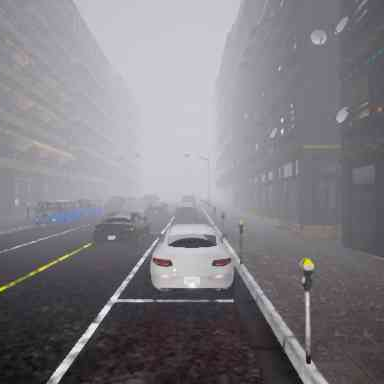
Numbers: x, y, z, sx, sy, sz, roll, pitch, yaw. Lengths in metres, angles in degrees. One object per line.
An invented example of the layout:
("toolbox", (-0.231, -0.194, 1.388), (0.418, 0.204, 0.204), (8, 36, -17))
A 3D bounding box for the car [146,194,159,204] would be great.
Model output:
("car", (-8.313, 1.470, 70.529), (2.192, 1.841, 5.009), (1, 0, 0))

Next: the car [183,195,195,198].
("car", (-0.427, 1.490, 37.286), (1.967, 1.590, 4.097), (1, 0, 0))

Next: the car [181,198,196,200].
("car", (-0.436, 1.582, 31.754), (1.887, 1.381, 4.507), (1, 0, 0))

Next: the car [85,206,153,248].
("car", (-3.020, 1.544, 14.786), (1.812, 1.442, 4.674), (0, 0, 0))

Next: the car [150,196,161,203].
("car", (-8.319, 1.724, 76.059), (1.887, 1.381, 4.507), (1, 0, 0))

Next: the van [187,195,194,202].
("van", (-0.469, 1.575, 87.068), (1.690, 1.788, 3.998), (1, 0, 0))

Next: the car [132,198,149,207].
("car", (-8.318, 1.660, 53.938), (1.947, 1.339, 4.313), (1, 0, 0))

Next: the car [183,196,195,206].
("car", (-0.469, 1.553, 59.411), (1.967, 1.590, 4.097), (1, 0, 0))

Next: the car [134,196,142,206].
("car", (-8.311, 1.378, 42.876), (2.192, 1.841, 5.009), (1, 0, 0))

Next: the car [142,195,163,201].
("car", (-5.770, 1.401, 46.768), (2.150, 2.045, 5.566), (0, 0, 0))

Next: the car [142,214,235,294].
("car", (0.003, 1.530, 8.653), (1.812, 1.442, 4.674), (0, 0, 0))

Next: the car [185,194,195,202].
("car", (-0.468, 1.521, 81.536), (2.192, 1.841, 5.009), (1, 0, 0))

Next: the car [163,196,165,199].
("car", (-8.321, 1.846, 92.653), (1.802, 1.307, 4.206), (1, 0, 0))

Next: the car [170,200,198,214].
("car", (-0.436, 1.571, 26.224), (1.887, 1.381, 4.507), (1, 0, 0))

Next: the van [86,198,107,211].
("van", (-8.312, 1.368, 26.286), (1.690, 1.788, 3.998), (1, 0, 0))

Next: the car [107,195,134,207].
("car", (-8.311, 1.365, 37.346), (2.192, 1.841, 5.009), (1, 0, 0))

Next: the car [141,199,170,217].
("car", (-3.020, 1.606, 29.790), (1.994, 1.385, 4.181), (0, 0, 0))

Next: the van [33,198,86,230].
("van", (-8.311, 1.358, 20.753), (1.690, 1.788, 3.998), (2, 0, 0))
